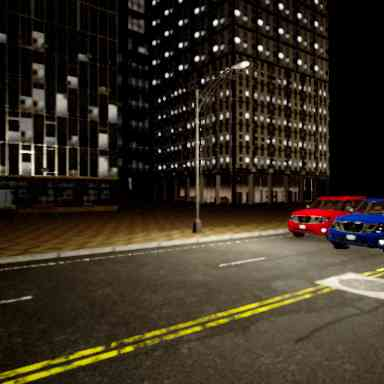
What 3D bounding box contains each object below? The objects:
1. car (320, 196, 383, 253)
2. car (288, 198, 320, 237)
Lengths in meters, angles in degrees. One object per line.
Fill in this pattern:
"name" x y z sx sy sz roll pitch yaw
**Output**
"car" 7.761 1.234 13.113 5.566 2.045 2.150 1 0 -35
"car" 7.278 1.237 16.745 5.566 2.045 2.150 0 0 -35
